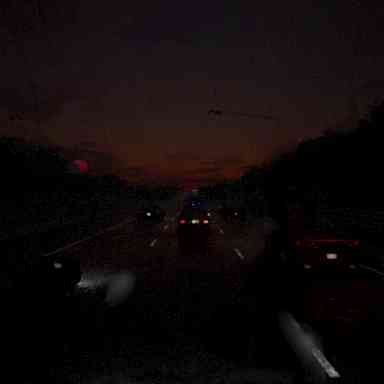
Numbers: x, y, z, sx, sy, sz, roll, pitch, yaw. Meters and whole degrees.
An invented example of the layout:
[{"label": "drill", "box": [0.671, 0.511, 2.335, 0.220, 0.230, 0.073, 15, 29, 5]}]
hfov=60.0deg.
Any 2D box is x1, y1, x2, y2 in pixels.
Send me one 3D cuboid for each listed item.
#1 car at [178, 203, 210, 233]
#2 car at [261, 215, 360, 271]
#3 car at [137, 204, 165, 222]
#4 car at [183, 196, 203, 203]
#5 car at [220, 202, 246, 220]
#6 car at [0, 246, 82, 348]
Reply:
[{"label": "car", "box": [0.109, 1.642, 20.087, 2.033, 1.411, 5.357, 0, 0, 0]}, {"label": "car", "box": [3.604, 1.513, 11.043, 1.882, 1.535, 5.008, 0, 0, 0]}, {"label": "car", "box": [-3.391, 1.736, 28.087, 1.994, 1.385, 4.181, 0, -1, 0]}, {"label": "car", "box": [0.114, 1.555, 40.160, 2.150, 2.045, 5.566, 0, -1, 0]}, {"label": "car", "box": [3.610, 1.669, 29.792, 1.882, 1.535, 5.008, 0, -1, 0]}, {"label": "car", "box": [-3.398, 1.559, 5.074, 2.033, 1.411, 5.357, 0, 0, 0]}]
